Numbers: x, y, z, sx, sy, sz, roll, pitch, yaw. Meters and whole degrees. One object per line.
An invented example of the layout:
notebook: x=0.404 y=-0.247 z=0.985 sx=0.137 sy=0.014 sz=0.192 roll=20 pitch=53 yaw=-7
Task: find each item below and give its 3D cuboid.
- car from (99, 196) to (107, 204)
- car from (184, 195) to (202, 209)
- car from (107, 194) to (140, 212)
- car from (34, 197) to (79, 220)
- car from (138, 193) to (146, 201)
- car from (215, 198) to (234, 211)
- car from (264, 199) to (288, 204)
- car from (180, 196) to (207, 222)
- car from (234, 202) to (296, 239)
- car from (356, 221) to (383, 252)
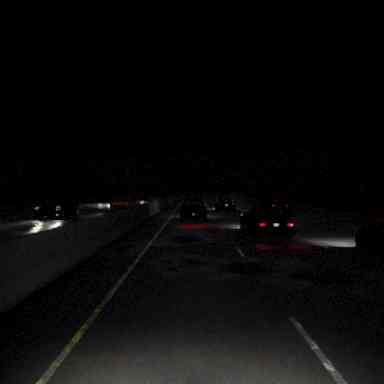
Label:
car: x=-14.060 y=1.246 z=55.632 sx=1.895 sy=1.301 sz=4.718 roll=0 pitch=0 yaw=1
car: x=0.096 y=1.228 z=41.294 sx=2.128 sy=1.511 sz=4.902 roll=0 pitch=0 yaw=0
car: x=-7.099 y=1.254 z=34.925 sx=1.882 sy=1.535 sz=5.008 roll=0 pitch=0 yaw=0
car: x=-10.600 y=1.184 z=26.281 sx=2.097 sy=1.767 sz=4.553 roll=0 pitch=0 yaw=0
car: x=-10.507 y=0.978 z=67.515 sx=1.812 sy=1.442 sz=4.674 roll=0 pitch=0 yaw=0
car: x=3.595 y=1.330 z=36.561 sx=1.994 sy=1.385 sz=4.181 roll=0 pitch=0 yaw=0
car: x=7.097 y=1.307 z=28.811 sx=2.128 sy=1.511 sz=4.902 roll=0 pitch=0 yaw=0
car: x=0.097 y=1.320 z=24.597 sx=1.882 sy=1.535 sz=5.008 roll=0 pitch=0 yaw=0
car: x=3.599 y=1.440 z=16.700 sx=2.033 sy=1.411 sz=5.357 roll=0 pitch=0 yaw=0
car: x=7.098 y=1.457 z=10.630 sx=1.812 sy=1.442 sz=4.674 roll=0 pitch=0 yaw=0
